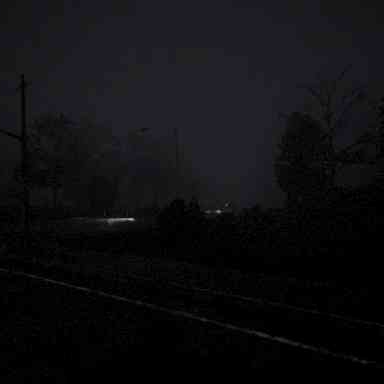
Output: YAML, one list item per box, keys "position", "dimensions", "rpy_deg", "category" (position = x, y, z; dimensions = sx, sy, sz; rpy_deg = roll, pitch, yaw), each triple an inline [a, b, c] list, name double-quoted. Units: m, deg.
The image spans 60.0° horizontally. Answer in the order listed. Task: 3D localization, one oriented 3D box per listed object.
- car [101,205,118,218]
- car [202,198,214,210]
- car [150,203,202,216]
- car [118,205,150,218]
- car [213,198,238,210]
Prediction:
- position: [-8.778, 2.327, 40.268]
  dimensions: [1.837, 1.490, 4.892]
  rpy_deg: [-3, -2, 32]
  category: "car"
- position: [3.299, 2.165, 59.270]
  dimensions: [2.150, 2.045, 5.566]
  rpy_deg: [-3, -2, 32]
  category: "car"
- position: [-1.442, 1.887, 32.089]
  dimensions: [1.882, 1.535, 5.008]
  rpy_deg: [-3, -2, 33]
  category: "car"
- position: [-5.998, 2.251, 38.118]
  dimensions: [1.994, 1.385, 4.181]
  rpy_deg: [-3, -2, 32]
  category: "car"
- position: [6.089, 2.169, 57.136]
  dimensions: [2.097, 1.767, 4.553]
  rpy_deg: [-3, -2, 32]
  category: "car"
